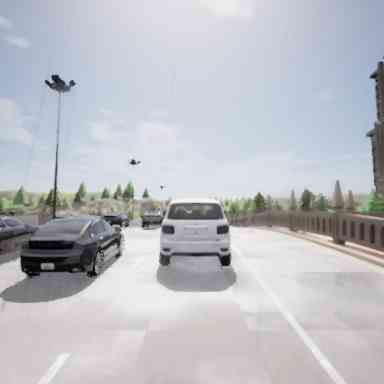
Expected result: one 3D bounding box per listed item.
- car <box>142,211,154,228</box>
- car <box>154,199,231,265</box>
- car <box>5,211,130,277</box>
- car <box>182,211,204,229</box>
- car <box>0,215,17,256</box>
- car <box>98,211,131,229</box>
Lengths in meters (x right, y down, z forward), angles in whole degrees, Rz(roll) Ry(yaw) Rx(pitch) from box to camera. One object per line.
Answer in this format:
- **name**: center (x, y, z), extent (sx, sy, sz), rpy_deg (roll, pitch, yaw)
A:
- **car**: center (-3.399, 2.529, 30.420), extent (2.128, 1.511, 4.902), rpy_deg (0, -5, 0)
- **car**: center (0.100, 1.269, 11.913), extent (2.150, 2.045, 5.566), rpy_deg (0, -1, 0)
- **car**: center (-3.400, 1.527, 10.254), extent (1.837, 1.490, 4.892), rpy_deg (0, -1, 0)
- **car**: center (0.101, 2.530, 30.302), extent (1.837, 1.490, 4.892), rpy_deg (0, -5, 0)
- **car**: center (-6.900, 1.530, 11.349), extent (2.128, 1.511, 4.902), rpy_deg (0, -1, 0)
- **car**: center (-6.899, 2.526, 30.269), extent (1.837, 1.490, 4.892), rpy_deg (0, -5, 0)
